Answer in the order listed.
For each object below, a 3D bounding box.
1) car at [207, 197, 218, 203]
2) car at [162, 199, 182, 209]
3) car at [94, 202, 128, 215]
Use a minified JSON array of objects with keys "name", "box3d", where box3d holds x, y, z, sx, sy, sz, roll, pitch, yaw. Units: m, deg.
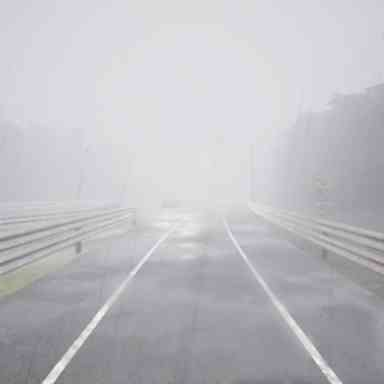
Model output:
[{"name":"car","box3d":[4.948,1.924,78.867,2.128,1.511,4.902,0,0,16]},{"name":"car","box3d":[-3.136,1.795,50.888,1.812,1.442,4.674,0,0,16]},{"name":"car","box3d":[-8.122,1.763,33.597,1.812,1.442,4.674,-1,0,16]}]
